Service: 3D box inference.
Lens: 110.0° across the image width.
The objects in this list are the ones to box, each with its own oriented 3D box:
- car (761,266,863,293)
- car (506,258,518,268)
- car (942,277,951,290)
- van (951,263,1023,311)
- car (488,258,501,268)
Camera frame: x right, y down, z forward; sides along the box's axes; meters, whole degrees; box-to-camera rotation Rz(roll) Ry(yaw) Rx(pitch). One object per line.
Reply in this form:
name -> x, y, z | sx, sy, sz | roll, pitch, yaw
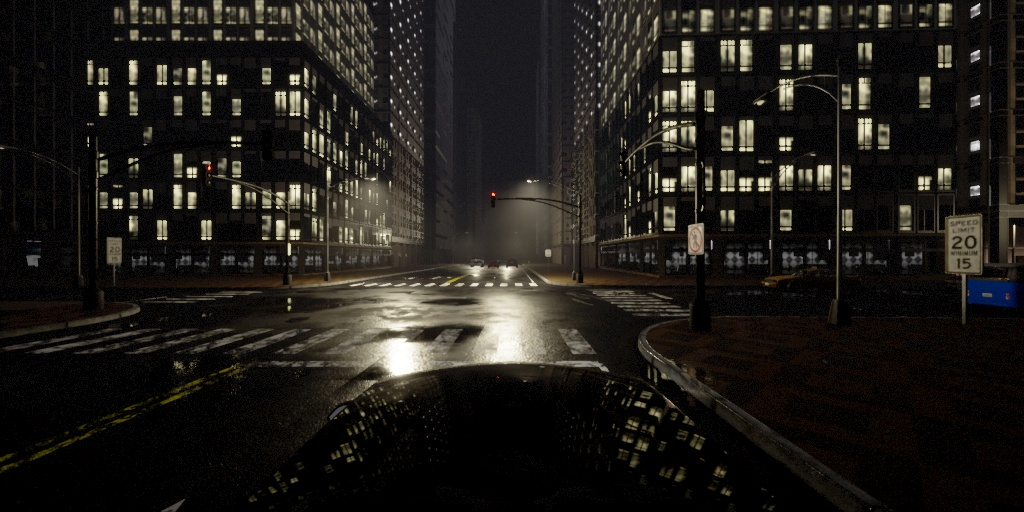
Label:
car -> 17.092, 1.293, 20.562 | 4.829, 1.417, 1.751 | 0, 0, 2
car -> 0.014, 1.212, 63.536 | 2.097, 1.767, 4.553 | 0, 0, 0
car -> 26.926, 1.356, 20.075 | 4.207, 1.307, 1.802 | 0, 0, 2
van -> 18.361, 1.119, 12.390 | 3.998, 1.789, 1.690 | 0, 0, 2
car -> -3.237, 1.460, 63.180 | 1.895, 1.301, 4.718 | 0, 0, 0
